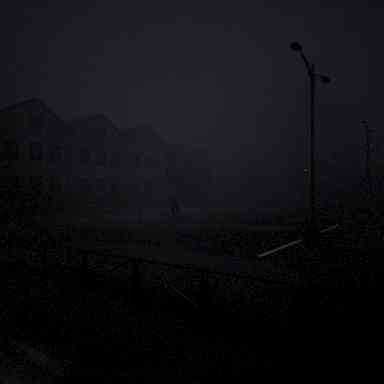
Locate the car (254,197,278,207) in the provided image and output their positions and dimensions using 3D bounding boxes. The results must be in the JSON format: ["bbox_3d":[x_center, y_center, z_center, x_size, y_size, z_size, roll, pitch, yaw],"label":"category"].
[{"bbox_3d":[10.440,1.356,46.668,2.033,1.411,5.357,0,0,32],"label":"car"}]

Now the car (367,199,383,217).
[{"bbox_3d":[15.442,1.298,26.798,2.007,1.523,4.514,0,0,35],"label":"car"}]

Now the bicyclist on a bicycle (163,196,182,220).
[{"bbox_3d":[-1.376,1.109,23.031,1.656,1.620,0.582,0,0,35],"label":"bicyclist on a bicycle"}]
